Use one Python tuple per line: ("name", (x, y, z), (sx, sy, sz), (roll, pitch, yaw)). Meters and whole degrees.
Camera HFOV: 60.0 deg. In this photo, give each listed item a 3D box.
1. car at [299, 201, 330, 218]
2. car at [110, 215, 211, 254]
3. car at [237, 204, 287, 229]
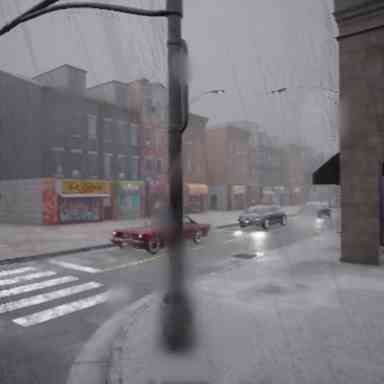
("car", (11.736, 1.595, 31.662), (1.812, 1.442, 4.674), (-1, 0, 37))
("car", (-1.204, 1.701, 14.356), (1.895, 1.301, 4.718), (-1, 0, 37))
("car", (4.816, 1.591, 22.407), (1.837, 1.490, 4.892), (-1, 0, 37))
